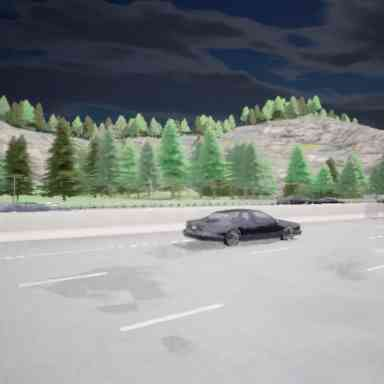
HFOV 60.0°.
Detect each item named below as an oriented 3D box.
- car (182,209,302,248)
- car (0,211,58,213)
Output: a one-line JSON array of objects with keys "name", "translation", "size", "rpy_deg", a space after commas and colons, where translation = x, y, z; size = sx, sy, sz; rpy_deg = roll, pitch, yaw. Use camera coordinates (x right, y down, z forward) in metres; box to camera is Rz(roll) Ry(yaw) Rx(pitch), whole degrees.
[{"name": "car", "translation": [2.237, 1.424, 14.177], "size": [5.357, 1.411, 2.033], "rpy_deg": [0, 1, -31]}, {"name": "car", "translation": [-9.550, 1.280, 18.632], "size": [5.357, 1.411, 2.033], "rpy_deg": [0, 1, -35]}]
